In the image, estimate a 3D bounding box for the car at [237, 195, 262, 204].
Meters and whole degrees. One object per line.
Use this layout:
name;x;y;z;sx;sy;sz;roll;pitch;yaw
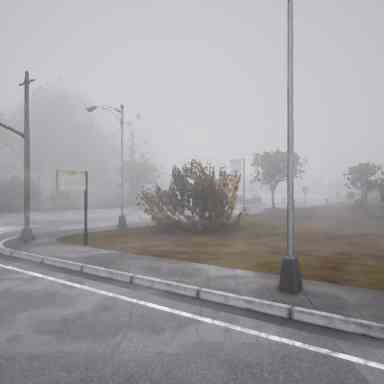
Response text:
car;9.886;1.205;55.338;1.882;1.535;5.008;0;1;37

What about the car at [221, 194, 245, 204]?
car;7.098;1.205;57.454;1.882;1.535;5.008;0;1;37
